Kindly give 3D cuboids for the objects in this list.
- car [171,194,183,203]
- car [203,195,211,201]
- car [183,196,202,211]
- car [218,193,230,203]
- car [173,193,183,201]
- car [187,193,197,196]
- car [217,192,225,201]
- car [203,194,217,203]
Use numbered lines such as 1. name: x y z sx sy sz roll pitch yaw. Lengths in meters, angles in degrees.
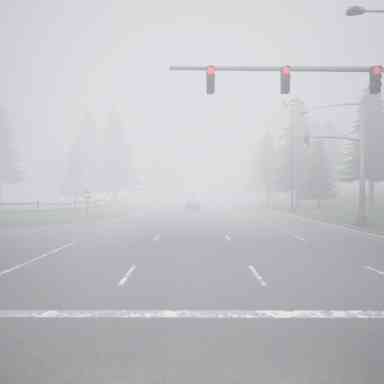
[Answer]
1. car: -3.422 1.531 70.365 2.033 1.411 5.357 0 0 0
2. car: 3.590 1.428 80.807 1.895 1.301 4.718 0 0 0
3. car: 0.044 1.526 39.748 1.812 1.442 4.674 0 0 0
4. car: 7.079 1.517 70.770 1.812 1.442 4.674 0 0 0
5. car: -3.410 1.188 80.755 2.097 1.767 4.553 0 0 0
6. car: 0.079 1.545 70.778 1.994 1.385 4.181 0 0 0
7. car: 7.090 1.058 80.803 2.150 2.045 5.566 0 0 0
8. car: 3.578 1.517 70.357 2.128 1.511 4.902 0 0 0
